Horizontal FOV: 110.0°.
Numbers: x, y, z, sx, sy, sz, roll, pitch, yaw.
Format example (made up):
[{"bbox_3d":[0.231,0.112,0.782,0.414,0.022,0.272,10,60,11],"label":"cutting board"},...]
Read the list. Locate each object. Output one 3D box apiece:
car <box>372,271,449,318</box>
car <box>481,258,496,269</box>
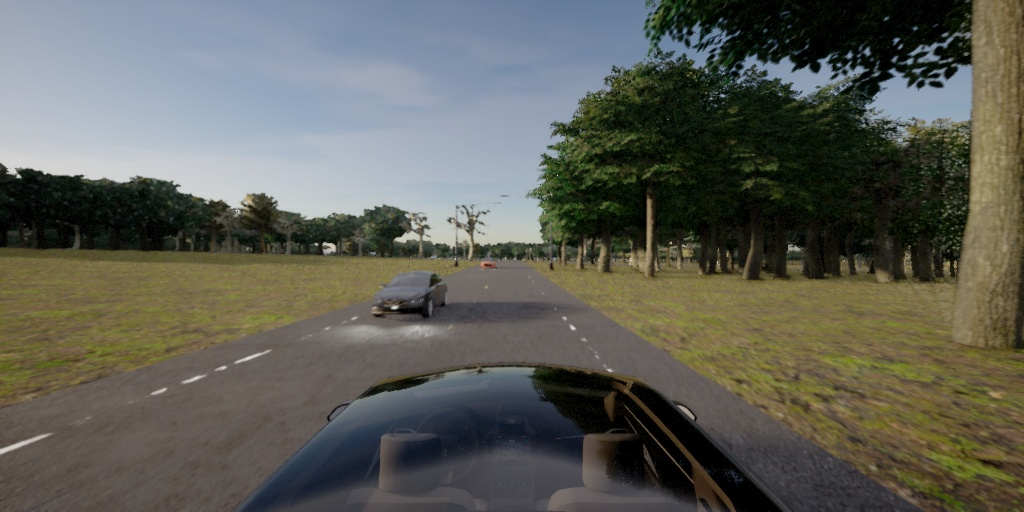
[{"bbox_3d":[-3.600,1.343,13.438,1.837,1.490,4.892,0,0,0],"label":"car"},{"bbox_3d":[-3.558,1.049,54.737,2.097,1.767,4.553,0,0,0],"label":"car"}]
